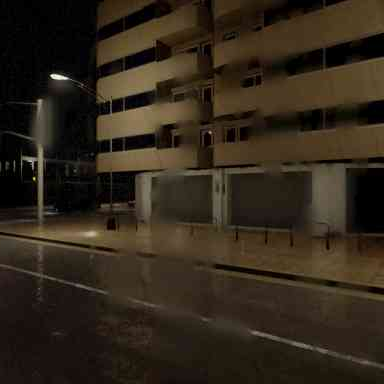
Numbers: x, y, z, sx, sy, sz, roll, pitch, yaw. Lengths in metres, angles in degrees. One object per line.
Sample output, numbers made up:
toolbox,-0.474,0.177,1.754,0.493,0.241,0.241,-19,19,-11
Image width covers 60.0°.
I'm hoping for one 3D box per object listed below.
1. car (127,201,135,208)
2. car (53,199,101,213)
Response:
car,-6.762,1.478,46.356,1.882,1.535,5.008,0,0,36
car,-12.963,1.547,37.900,2.033,1.411,5.357,0,0,37
